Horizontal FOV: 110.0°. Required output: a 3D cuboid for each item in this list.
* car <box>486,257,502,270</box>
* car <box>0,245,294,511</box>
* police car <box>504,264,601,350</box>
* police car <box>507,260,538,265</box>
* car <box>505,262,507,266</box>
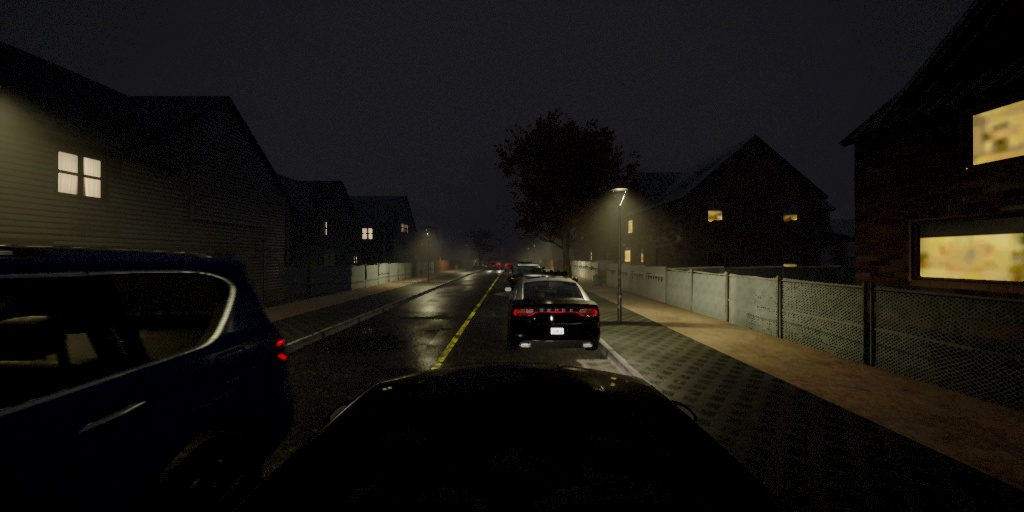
[{"bbox_3d":[-2.663,1.115,54.359,2.150,2.045,5.566,0,0,0],"label":"car"},{"bbox_3d":[-2.852,0.971,0.622,2.150,2.045,5.566,0,0,0],"label":"car"},{"bbox_3d":[0.837,1.178,9.177,1.930,1.638,5.238,0,0,0],"label":"police car"},{"bbox_3d":[0.854,1.184,19.178,1.930,1.638,5.238,0,0,0],"label":"police car"},{"bbox_3d":[0.116,1.210,47.991,2.097,1.767,4.553,0,0,1],"label":"car"}]
